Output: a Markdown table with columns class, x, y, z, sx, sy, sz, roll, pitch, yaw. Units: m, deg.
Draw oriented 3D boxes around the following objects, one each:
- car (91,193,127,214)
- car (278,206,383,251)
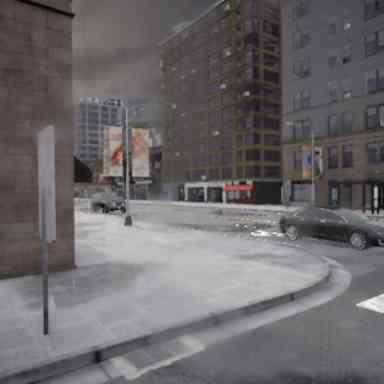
| class | x | y | z | sx | sy | sz | roll | pitch | yaw |
| --- | --- | --- | --- | --- | --- | --- | --- | --- | --- |
| car | -8.488 | 1.107 | 33.757 | 2.150 | 2.045 | 5.566 | -1 | 0 | -35 |
| car | 5.830 | 1.347 | 13.621 | 1.837 | 1.490 | 4.892 | -1 | 1 | -35 |
